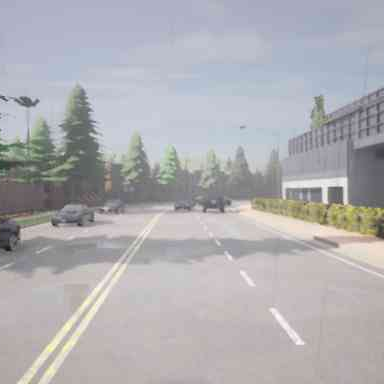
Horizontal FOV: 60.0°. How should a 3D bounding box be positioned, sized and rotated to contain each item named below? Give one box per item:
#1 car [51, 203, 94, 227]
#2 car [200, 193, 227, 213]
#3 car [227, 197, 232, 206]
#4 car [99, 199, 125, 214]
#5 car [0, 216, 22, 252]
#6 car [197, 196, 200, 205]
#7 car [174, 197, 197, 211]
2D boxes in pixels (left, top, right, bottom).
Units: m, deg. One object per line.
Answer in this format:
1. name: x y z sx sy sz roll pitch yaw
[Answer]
1. car: -8.094 1.540 23.042 1.812 1.442 4.674 -1 0 -2
2. car: 2.252 1.108 35.524 2.150 2.045 5.566 -1 0 2
3. car: 4.286 1.330 47.090 2.128 1.511 4.902 0 0 22
4. car: -8.331 1.479 34.847 2.128 1.511 4.902 -1 0 1
5. car: -7.574 1.532 11.195 2.128 1.511 4.902 -1 0 -3
6. car: 1.709 1.361 49.568 1.837 1.490 4.892 -1 1 21
7. car: -0.854 1.506 39.123 1.895 1.301 4.718 -1 0 6
